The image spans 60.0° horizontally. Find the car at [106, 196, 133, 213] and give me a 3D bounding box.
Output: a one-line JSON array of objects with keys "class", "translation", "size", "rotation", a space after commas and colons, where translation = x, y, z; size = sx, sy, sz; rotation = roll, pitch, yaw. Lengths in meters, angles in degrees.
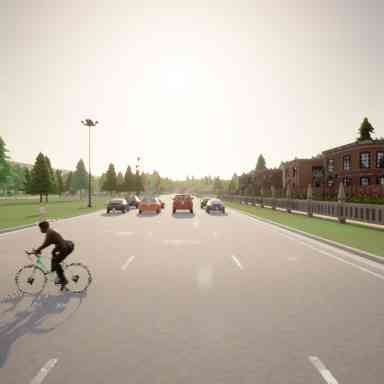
[{"class": "car", "translation": [-8.002, 1.505, 36.294], "size": [1.837, 1.490, 4.892], "rotation": [0, 0, -1]}]

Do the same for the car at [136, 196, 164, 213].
[{"class": "car", "translation": [-4.498, 1.352, 36.229], "size": [2.097, 1.767, 4.553], "rotation": [0, 0, -1]}]

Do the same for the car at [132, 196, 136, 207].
[{"class": "car", "translation": [-8.344, 1.352, 46.540], "size": [2.097, 1.767, 4.553], "rotation": [0, 0, -1]}]

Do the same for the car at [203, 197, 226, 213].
[{"class": "car", "translation": [2.501, 1.526, 36.399], "size": [1.812, 1.442, 4.674], "rotation": [0, 0, -1]}]

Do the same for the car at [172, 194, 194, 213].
[{"class": "car", "translation": [-1.009, 1.222, 36.623], "size": [2.150, 2.045, 5.566], "rotation": [0, 0, -1]}]

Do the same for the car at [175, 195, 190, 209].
[{"class": "car", "translation": [-1.358, 1.352, 47.165], "size": [2.097, 1.767, 4.553], "rotation": [0, 0, -1]}]

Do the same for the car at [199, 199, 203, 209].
[{"class": "car", "translation": [2.160, 1.505, 46.383], "size": [1.837, 1.490, 4.892], "rotation": [0, 0, -1]}]

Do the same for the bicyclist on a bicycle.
[{"class": "bicyclist on a bicycle", "translation": [-3.055, 1.455, 7.294], "size": [1.656, 1.620, 0.582], "rotation": [-2, 0, -2]}]
